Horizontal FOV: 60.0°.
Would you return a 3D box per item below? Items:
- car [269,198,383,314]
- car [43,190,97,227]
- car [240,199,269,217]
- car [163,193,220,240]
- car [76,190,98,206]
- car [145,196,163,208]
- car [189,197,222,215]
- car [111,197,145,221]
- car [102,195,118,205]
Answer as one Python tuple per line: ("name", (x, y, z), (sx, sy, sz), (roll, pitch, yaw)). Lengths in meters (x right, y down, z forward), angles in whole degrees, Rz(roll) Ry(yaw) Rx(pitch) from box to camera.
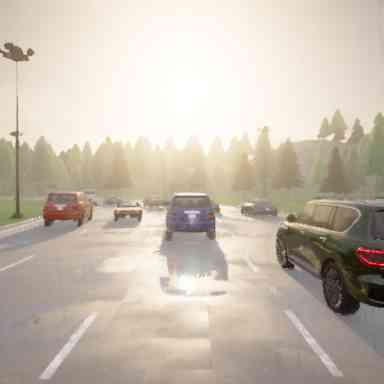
("car", (3.582, 1.135, 7.527), (2.150, 2.045, 5.566), (0, 1, -1))
("car", (-7.709, 0.981, 21.098), (2.150, 2.045, 5.566), (0, 0, -8))
("car", (5.386, 1.255, 27.292), (1.994, 1.385, 4.181), (0, 1, -10))
("car", (-0.200, 1.038, 16.127), (2.150, 2.045, 5.566), (0, 1, -4))
("car", (-14.126, 0.719, 44.475), (2.150, 2.045, 5.566), (0, 0, -24))
("car", (-4.416, 1.110, 38.771), (2.033, 1.411, 5.357), (0, 1, -20))
("car", (1.136, 1.216, 30.743), (1.994, 1.385, 4.181), (0, 1, -13))
("car", (-4.686, 1.323, 24.514), (1.895, 1.301, 4.718), (0, 1, -10))
("car", (-11.139, 1.044, 46.072), (1.994, 1.385, 4.181), (0, 1, -24))
